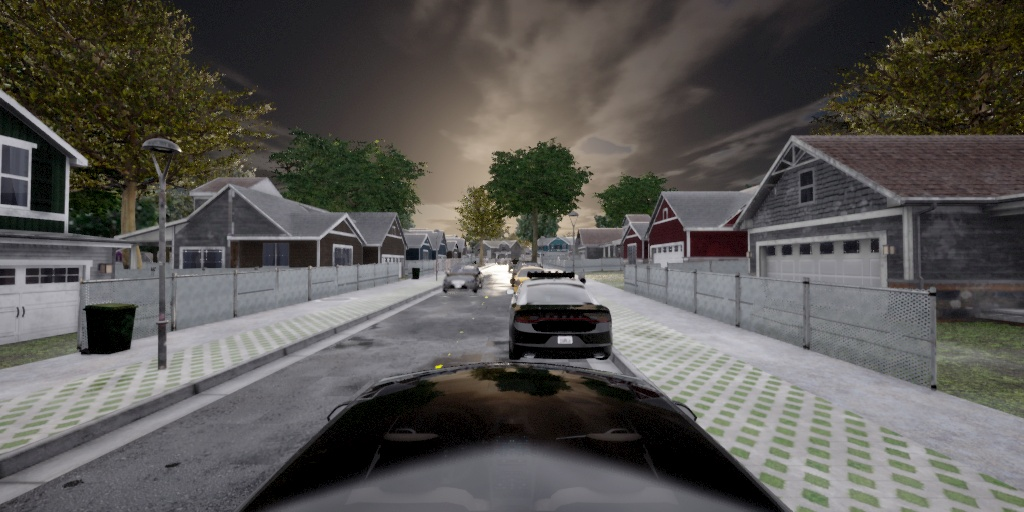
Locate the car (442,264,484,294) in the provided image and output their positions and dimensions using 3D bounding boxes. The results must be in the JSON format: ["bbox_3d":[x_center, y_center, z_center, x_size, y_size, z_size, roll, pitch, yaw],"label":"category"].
[{"bbox_3d":[-2.673,1.239,20.371,2.128,1.511,4.902,0,0,1],"label":"car"}]

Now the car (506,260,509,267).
[{"bbox_3d":[0.463,1.242,47.446,1.837,1.490,4.892,0,0,1],"label":"car"}]

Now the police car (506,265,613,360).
[{"bbox_3d":[0.896,1.176,8.477,1.930,1.638,5.238,0,0,1],"label":"police car"}]

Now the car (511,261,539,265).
[{"bbox_3d":[0.987,1.204,18.559,1.801,1.575,5.366,0,0,1],"label":"car"}]

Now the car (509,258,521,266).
[{"bbox_3d":[1.038,1.097,24.339,2.097,1.767,4.553,0,0,1],"label":"car"}]
